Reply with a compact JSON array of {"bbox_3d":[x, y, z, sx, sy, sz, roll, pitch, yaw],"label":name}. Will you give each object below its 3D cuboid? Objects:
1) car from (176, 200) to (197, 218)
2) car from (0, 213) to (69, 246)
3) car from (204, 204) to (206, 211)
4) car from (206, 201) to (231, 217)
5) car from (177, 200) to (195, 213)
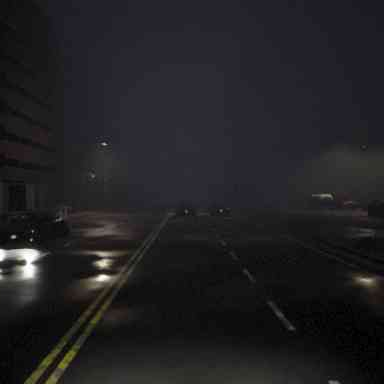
[{"bbox_3d":[-0.568,1.797,33.105,1.994,1.385,4.181,0,0,-2],"label":"car"},{"bbox_3d":[-7.384,1.676,15.710,1.994,1.385,4.181,0,0,-1],"label":"car"},{"bbox_3d":[2.609,1.853,43.697,2.033,1.411,5.357,0,0,-1],"label":"car"},{"bbox_3d":[2.855,1.805,34.455,1.994,1.385,4.181,0,0,0],"label":"car"},{"bbox_3d":[-0.768,1.789,42.274,2.128,1.511,4.902,0,0,-1],"label":"car"}]
